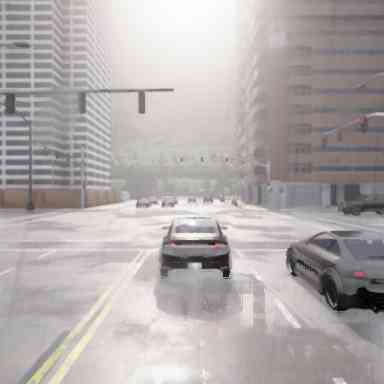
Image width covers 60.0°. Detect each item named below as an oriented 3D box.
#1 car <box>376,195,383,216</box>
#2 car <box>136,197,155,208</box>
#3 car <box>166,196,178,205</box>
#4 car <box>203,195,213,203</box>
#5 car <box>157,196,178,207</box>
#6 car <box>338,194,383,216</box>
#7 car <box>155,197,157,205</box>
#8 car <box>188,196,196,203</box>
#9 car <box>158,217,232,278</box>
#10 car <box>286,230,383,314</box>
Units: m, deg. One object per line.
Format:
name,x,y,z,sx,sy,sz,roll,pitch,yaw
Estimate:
car,19.015,1.366,28.754,4.553,1.767,2.097,0,0,0
car,-7.101,1.549,49.086,1.812,1.442,4.674,0,0,1
car,-3.551,1.534,60.814,1.837,1.490,4.892,0,0,0
car,3.492,1.391,72.611,2.097,1.767,4.553,0,0,0
car,-3.594,1.516,50.876,2.128,1.511,4.902,0,0,0
car,17.194,1.238,32.276,5.566,2.045,2.150,0,0,0
car,-7.061,1.554,58.998,1.812,1.442,4.674,0,0,1
car,-0.007,1.575,71.070,2.033,1.411,5.357,0,0,0
car,0.084,1.496,10.124,2.128,1.511,4.902,0,0,0
car,3.603,1.568,7.721,1.994,1.385,4.181,0,0,1
